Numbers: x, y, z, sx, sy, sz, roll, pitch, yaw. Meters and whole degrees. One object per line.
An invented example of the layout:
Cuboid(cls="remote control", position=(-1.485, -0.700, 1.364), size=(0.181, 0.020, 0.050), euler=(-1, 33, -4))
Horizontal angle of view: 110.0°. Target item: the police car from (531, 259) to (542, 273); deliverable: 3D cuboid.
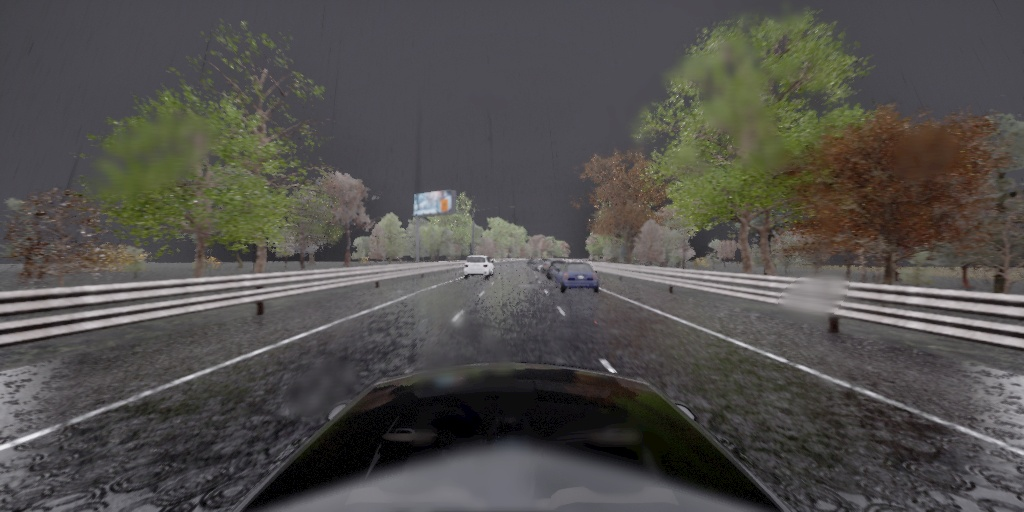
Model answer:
Cuboid(cls="police car", position=(4.172, 1.298, 43.689), size=(2.038, 1.542, 4.974), euler=(0, 0, -9))

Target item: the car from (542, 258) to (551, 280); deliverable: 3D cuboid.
Cuboid(cls="car", position=(4.021, 1.215, 32.101), size=(2.033, 1.649, 4.856), euler=(0, 0, 2))

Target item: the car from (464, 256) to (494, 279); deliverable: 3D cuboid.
Cuboid(cls="car", position=(-2.912, 0.982, 32.534), size=(2.150, 2.045, 5.566), euler=(0, 0, 2))

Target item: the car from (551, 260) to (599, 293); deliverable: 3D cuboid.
Cuboid(cls="car", position=(3.693, 1.125, 21.199), size=(2.097, 1.767, 4.553), euler=(0, 0, 1))
